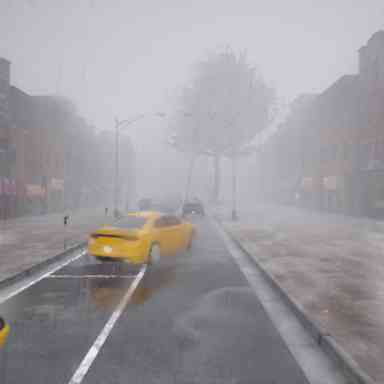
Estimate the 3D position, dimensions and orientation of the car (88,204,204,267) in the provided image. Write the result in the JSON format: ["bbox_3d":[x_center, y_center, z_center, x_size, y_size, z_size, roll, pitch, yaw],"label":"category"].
[{"bbox_3d":[-1.417,1.419,11.473,1.882,1.535,5.008,1,1,21],"label":"car"}]

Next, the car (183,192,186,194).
[{"bbox_3d":[-2.558,1.070,55.891,2.192,1.841,5.009,1,0,0],"label":"car"}]

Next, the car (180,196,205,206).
[{"bbox_3d":[0.115,1.366,29.643,1.837,1.490,4.892,0,1,0],"label":"car"}]

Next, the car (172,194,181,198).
[{"bbox_3d":[-2.579,1.345,39.117,1.752,1.417,4.829,2,0,0],"label":"car"}]

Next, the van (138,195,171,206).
[{"bbox_3d":[-2.590,1.231,22.680,1.690,1.788,3.998,2,0,0],"label":"van"}]

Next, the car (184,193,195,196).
[{"bbox_3d":[0.142,1.252,50.383,1.882,1.535,5.008,0,0,0],"label":"car"}]

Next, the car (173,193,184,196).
[{"bbox_3d":[-2.569,1.326,50.357,2.008,1.369,4.403,1,0,0],"label":"car"}]

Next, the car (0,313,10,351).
[{"bbox_3d":[-3.023,1.448,1.647,1.801,1.575,5.366,0,0,0],"label":"car"}]

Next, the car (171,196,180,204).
[{"bbox_3d":[-2.586,1.408,33.752,1.947,1.339,4.313,2,0,0],"label":"car"}]

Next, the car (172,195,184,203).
[{"bbox_3d":[-2.558,1.286,61.427,2.008,1.369,4.403,1,0,0],"label":"car"}]

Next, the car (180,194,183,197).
[{"bbox_3d":[-2.574,1.341,44.822,1.887,1.381,4.507,2,0,0],"label":"car"}]
